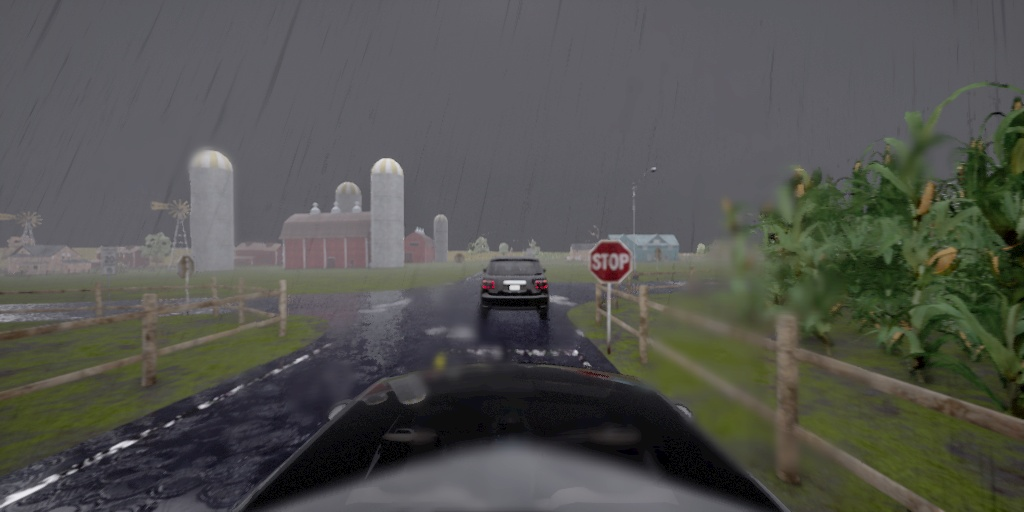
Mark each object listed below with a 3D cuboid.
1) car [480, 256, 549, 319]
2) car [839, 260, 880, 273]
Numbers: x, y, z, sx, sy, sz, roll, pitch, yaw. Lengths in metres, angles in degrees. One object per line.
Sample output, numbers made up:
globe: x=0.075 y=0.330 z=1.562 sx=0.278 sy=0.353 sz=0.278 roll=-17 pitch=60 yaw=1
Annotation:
car: x=0.091 y=1.017 z=13.143 sx=2.150 sy=2.045 sz=5.566 roll=0 pitch=0 yaw=0
car: x=26.969 y=0.714 z=27.800 sx=5.008 sy=1.535 sz=1.882 roll=-1 pitch=1 yaw=-15
